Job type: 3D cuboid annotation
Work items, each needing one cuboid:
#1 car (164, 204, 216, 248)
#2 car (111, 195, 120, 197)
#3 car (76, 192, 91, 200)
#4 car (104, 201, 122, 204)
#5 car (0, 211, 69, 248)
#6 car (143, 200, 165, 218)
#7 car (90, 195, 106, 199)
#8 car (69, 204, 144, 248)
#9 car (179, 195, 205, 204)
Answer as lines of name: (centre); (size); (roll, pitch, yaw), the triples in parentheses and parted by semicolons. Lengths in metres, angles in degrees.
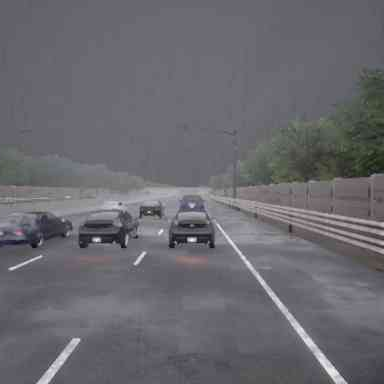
car: (0.000, 1.510, 14.653); (1.837, 1.490, 4.892); (0, 0, 0)
car: (-17.499, 1.399, 75.941); (1.837, 1.490, 4.892); (0, 0, 0)
car: (-24.499, 1.124, 75.911); (2.150, 2.045, 5.566); (0, 0, 0)
car: (-7.000, 1.519, 29.654); (1.812, 1.442, 4.674); (0, 0, 0)
car: (-7.000, 1.557, 14.653); (2.033, 1.411, 5.357); (0, 0, 0)
car: (-3.500, 1.471, 29.654); (1.882, 1.535, 5.008); (0, 0, 0)
car: (-20.999, 1.452, 75.941); (1.994, 1.385, 4.181); (0, 0, 0)
car: (-3.500, 1.510, 14.653); (1.837, 1.490, 4.892); (0, 0, 0)
car: (0.000, 1.244, 29.683); (2.150, 2.045, 5.566); (0, 0, 0)
